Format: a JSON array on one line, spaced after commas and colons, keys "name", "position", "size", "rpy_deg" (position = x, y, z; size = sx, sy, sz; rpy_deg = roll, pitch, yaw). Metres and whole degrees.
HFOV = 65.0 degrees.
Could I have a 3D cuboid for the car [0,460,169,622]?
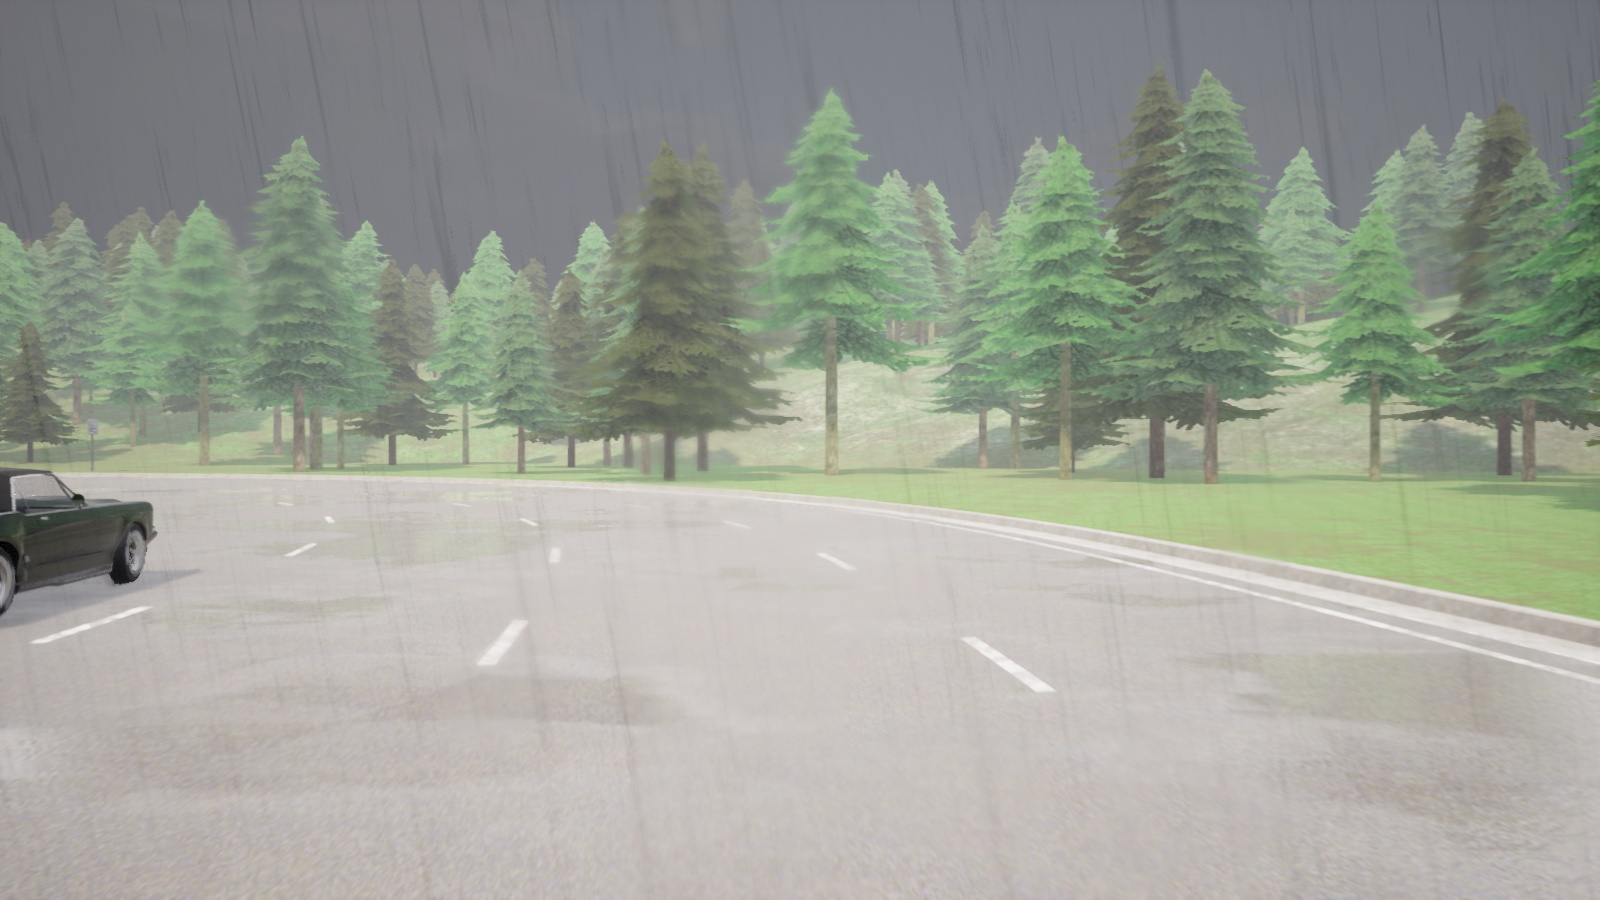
[{"name": "car", "position": [-7.816, 0.779, 11.819], "size": [1.895, 1.301, 4.718], "rpy_deg": [0, 0, -7]}]
